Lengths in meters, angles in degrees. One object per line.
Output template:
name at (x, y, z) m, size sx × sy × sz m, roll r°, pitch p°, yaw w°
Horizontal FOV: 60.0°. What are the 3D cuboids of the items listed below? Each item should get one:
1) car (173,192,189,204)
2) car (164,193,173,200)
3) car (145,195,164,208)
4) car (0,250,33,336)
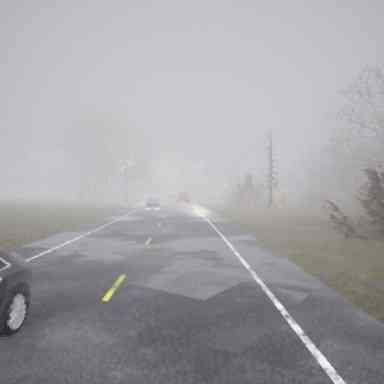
car at (-1.709, 0.999, 60.020) m, size 2.150 × 2.045 × 5.566 m, roll 0°, pitch 0°, yaw -6°
car at (-5.100, 1.097, 79.443) m, size 1.837 × 1.490 × 4.892 m, roll 0°, pitch 0°, yaw -7°
car at (-5.306, 1.402, 45.377) m, size 2.033 × 1.411 × 5.357 m, roll 0°, pitch 0°, yaw -4°
car at (-3.639, 1.500, 3.845) m, size 1.837 × 1.490 × 4.892 m, roll 0°, pitch 0°, yaw -1°
